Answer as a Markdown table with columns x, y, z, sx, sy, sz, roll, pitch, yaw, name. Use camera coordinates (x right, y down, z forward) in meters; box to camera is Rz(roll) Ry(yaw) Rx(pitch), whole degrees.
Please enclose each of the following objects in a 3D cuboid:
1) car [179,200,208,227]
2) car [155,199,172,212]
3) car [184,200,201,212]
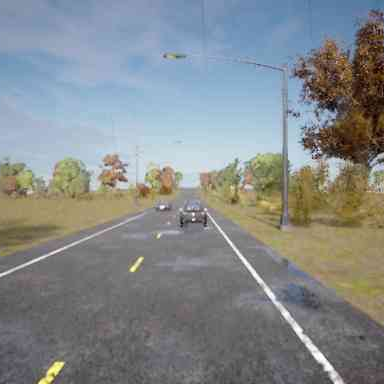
| x | y | z | sx | sy | sz | roll | pitch | yaw | name |
| --- | --- | --- | --- | --- | --- | --- | --- | --- | --- |
| 0.101 | 1.599 | 23.897 | 2.128 | 1.511 | 4.902 | 0 | 0 | 0 | car |
| -3.539 | 1.675 | 42.133 | 2.128 | 1.511 | 4.902 | 0 | 0 | 0 | car |
| 0.099 | 1.746 | 41.695 | 1.994 | 1.385 | 4.181 | 0 | 0 | 0 | car |
